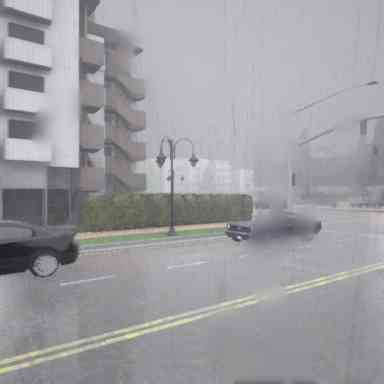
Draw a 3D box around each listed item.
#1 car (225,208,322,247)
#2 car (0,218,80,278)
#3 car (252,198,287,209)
[{"bbox_3d":[3.763,1.595,15.180,4.718,1.301,1.895,0,0,-36],"label":"car"},{"bbox_3d":[-5.545,1.477,8.619,5.008,1.535,1.882,0,0,-35],"label":"car"},{"bbox_3d":[9.275,1.490,40.563,1.837,1.490,4.892,0,0,-38],"label":"car"}]
